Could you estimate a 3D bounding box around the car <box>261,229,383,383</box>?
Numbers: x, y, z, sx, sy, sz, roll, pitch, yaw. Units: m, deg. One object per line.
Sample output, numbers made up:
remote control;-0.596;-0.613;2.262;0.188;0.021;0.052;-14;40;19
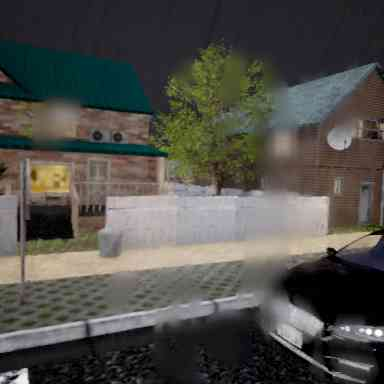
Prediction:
car;3.271;1.333;4.811;4.902;1.511;2.128;1;4;-27
